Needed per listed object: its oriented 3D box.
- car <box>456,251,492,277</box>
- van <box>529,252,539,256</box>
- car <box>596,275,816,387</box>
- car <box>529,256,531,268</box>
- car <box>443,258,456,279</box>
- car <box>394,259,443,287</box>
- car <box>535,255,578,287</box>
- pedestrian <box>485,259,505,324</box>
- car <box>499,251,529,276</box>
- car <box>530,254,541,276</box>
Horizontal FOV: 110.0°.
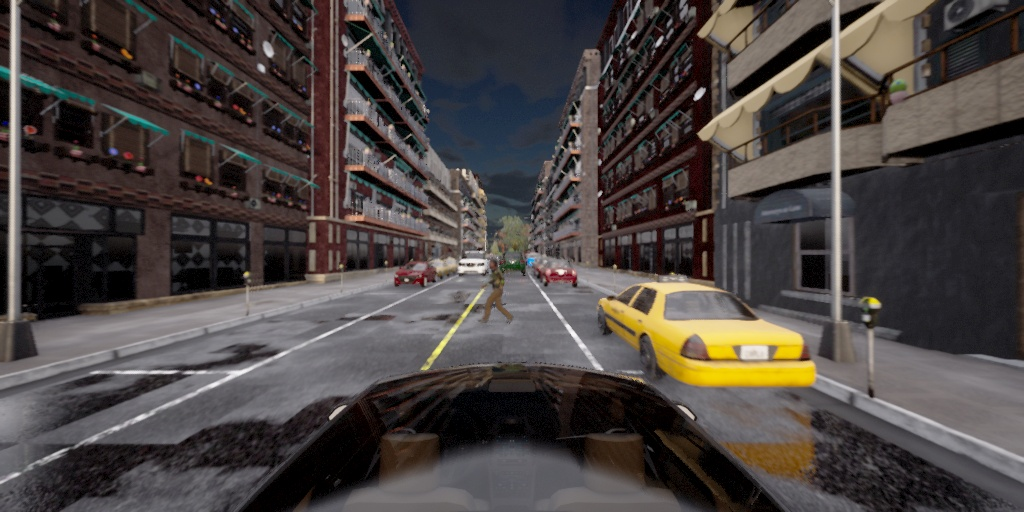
[{"bbox_3d":[-3.095,0.595,29.729,2.150,2.045,5.566,0,1,0],"label":"car"},{"bbox_3d":[2.683,0.524,44.218,1.690,1.789,3.998,0,0,0],"label":"van"},{"bbox_3d":[2.999,1.135,6.997,1.801,1.575,5.366,0,1,0],"label":"car"},{"bbox_3d":[2.685,0.883,32.896,2.007,1.370,4.403,0,0,0],"label":"car"},{"bbox_3d":[-5.695,0.933,27.104,1.751,1.417,4.829,0,0,0],"label":"car"},{"bbox_3d":[-5.694,1.029,21.613,1.888,1.381,4.507,0,0,0],"label":"car"},{"bbox_3d":[2.687,0.924,21.574,1.967,1.591,4.097,0,0,0],"label":"car"},{"bbox_3d":[-0.470,0.935,9.820,0.375,1.860,0.375,1,0,-3],"label":"pedestrian"},{"bbox_3d":[0.071,0.581,31.019,2.150,2.045,5.566,0,1,0],"label":"car"},{"bbox_3d":[2.686,0.848,27.235,1.967,1.591,4.097,0,0,0],"label":"car"}]
